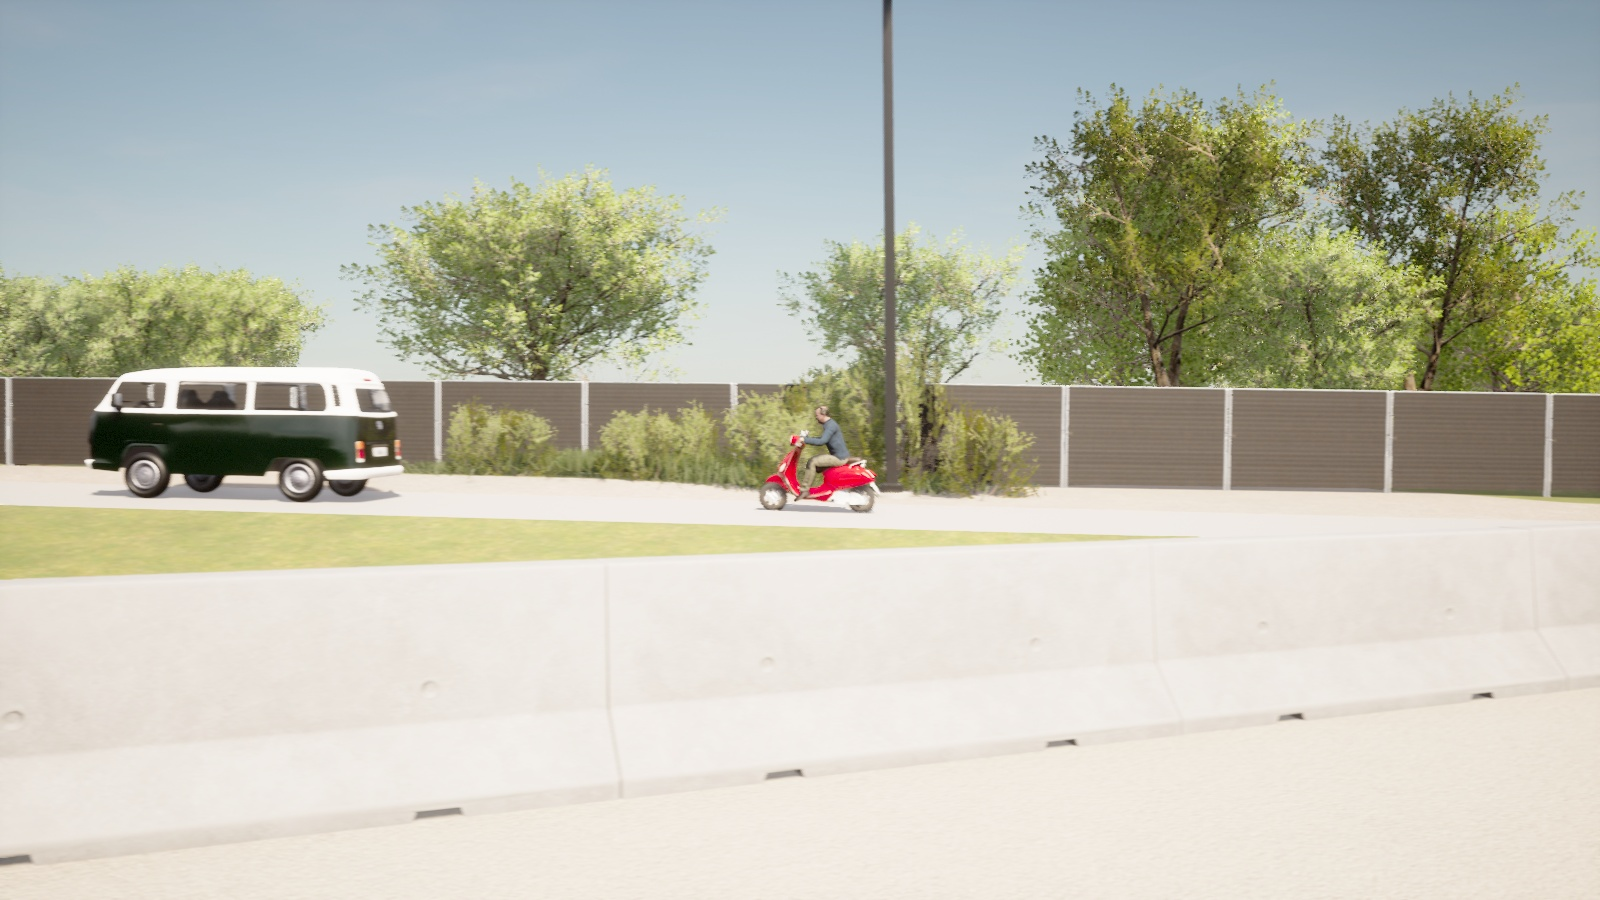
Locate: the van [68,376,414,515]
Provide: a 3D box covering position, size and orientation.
[{"bbox_3d":[-8.622,-0.097,19.626,4.480,2.038,2.069,0,2,6],"label":"van"}]

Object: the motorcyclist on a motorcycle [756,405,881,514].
[{"bbox_3d":[0.290,0.134,18.779,1.817,1.590,0.866,0,1,4],"label":"motorcyclist on a motorcycle"}]
